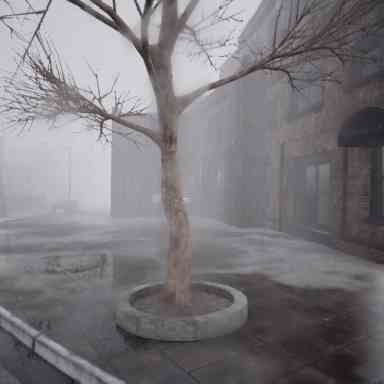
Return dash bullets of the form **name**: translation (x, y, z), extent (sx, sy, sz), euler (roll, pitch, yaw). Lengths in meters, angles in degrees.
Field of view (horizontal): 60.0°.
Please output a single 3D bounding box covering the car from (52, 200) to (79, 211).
- **car**: translation (-16.915, 1.734, 44.386), extent (1.812, 1.442, 4.674), euler (1, 0, 8)
